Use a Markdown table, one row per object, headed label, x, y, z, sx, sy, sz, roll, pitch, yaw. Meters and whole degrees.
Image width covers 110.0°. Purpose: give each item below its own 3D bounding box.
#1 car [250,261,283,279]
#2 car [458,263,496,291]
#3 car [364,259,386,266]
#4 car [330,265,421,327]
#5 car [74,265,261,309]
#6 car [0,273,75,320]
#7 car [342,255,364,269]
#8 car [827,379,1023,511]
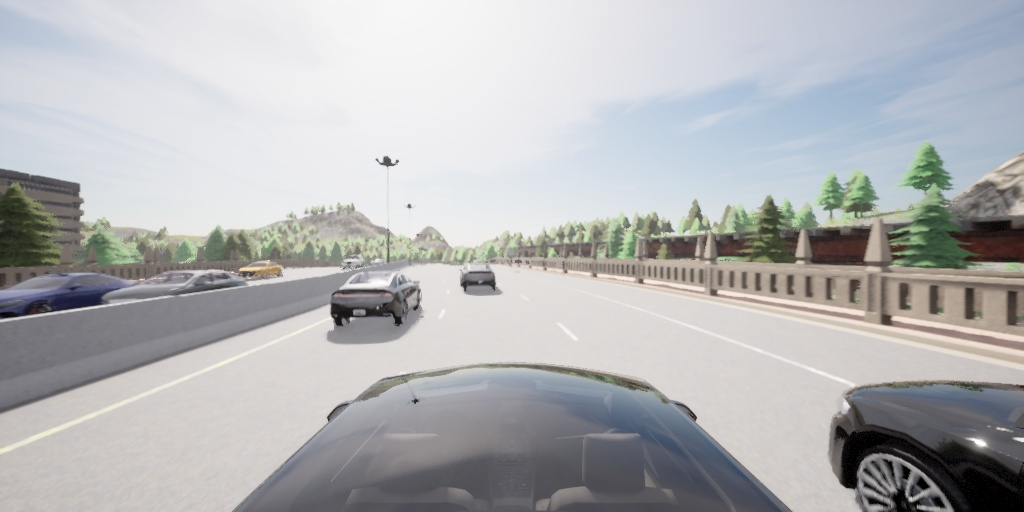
| label | x | y | z | sx | sy | sz | roll | pitch | yaw |
| --- | --- | --- | --- | --- | --- | --- | --- | --- | --- |
| car | -22.412 | 1.223 | 32.147 | 1.882 | 1.535 | 5.008 | 0 | 0 | -12 |
| car | -2.090 | 1.158 | 21.262 | 2.128 | 1.511 | 4.902 | 0 | 0 | -10 |
| car | -19.685 | 1.127 | 52.611 | 2.128 | 1.511 | 4.902 | 0 | 0 | -12 |
| car | -4.128 | 1.215 | 11.503 | 2.128 | 1.511 | 4.902 | 0 | 0 | -6 |
| car | -11.459 | 1.250 | 12.608 | 2.128 | 1.511 | 4.902 | 0 | 0 | -8 |
| car | -14.884 | 1.306 | 11.892 | 1.812 | 1.442 | 4.674 | 0 | 0 | -8 |
| car | -23.286 | 0.878 | 52.720 | 2.150 | 2.045 | 5.566 | 0 | 1 | -12 |
| car | 3.437 | 1.232 | 0.850 | 2.128 | 1.511 | 4.902 | 0 | 0 | 0 |
